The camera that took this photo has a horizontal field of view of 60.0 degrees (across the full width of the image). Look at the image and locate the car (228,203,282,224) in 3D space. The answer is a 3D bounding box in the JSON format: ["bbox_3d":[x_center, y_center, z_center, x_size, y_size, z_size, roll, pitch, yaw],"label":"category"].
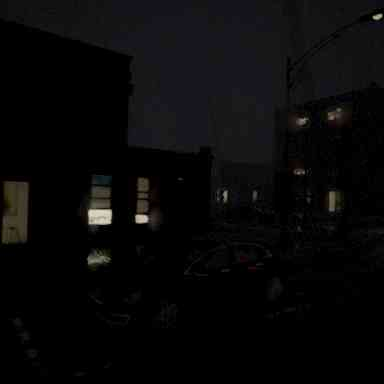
[{"bbox_3d":[4.695,1.783,26.638,1.887,1.381,4.507,1,-1,-35],"label":"car"}]

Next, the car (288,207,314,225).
[{"bbox_3d":[7.655,1.829,27.163,1.812,1.442,4.674,2,-1,-35],"label":"car"}]

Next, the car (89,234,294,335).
[{"bbox_3d":[0.200,1.586,6.688,4.403,1.369,2.008,1,1,-36],"label":"car"}]

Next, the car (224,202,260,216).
[{"bbox_3d":[5.976,2.004,39.867,1.967,1.590,4.097,1,-1,-35],"label":"car"}]
